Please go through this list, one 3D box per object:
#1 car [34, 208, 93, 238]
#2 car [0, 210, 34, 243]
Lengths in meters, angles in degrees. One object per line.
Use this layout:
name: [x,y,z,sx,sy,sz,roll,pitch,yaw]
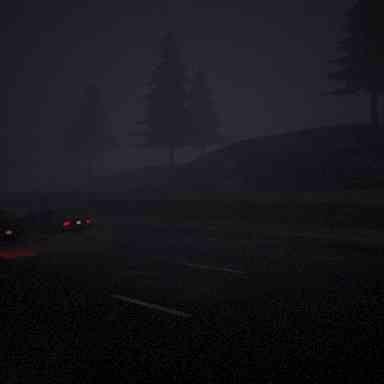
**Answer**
car: [-7.686,1.581,18.099,5.357,1.411,2.033,0,0,36]
car: [-9.499,1.510,15.091,5.008,1.535,1.882,0,0,36]
